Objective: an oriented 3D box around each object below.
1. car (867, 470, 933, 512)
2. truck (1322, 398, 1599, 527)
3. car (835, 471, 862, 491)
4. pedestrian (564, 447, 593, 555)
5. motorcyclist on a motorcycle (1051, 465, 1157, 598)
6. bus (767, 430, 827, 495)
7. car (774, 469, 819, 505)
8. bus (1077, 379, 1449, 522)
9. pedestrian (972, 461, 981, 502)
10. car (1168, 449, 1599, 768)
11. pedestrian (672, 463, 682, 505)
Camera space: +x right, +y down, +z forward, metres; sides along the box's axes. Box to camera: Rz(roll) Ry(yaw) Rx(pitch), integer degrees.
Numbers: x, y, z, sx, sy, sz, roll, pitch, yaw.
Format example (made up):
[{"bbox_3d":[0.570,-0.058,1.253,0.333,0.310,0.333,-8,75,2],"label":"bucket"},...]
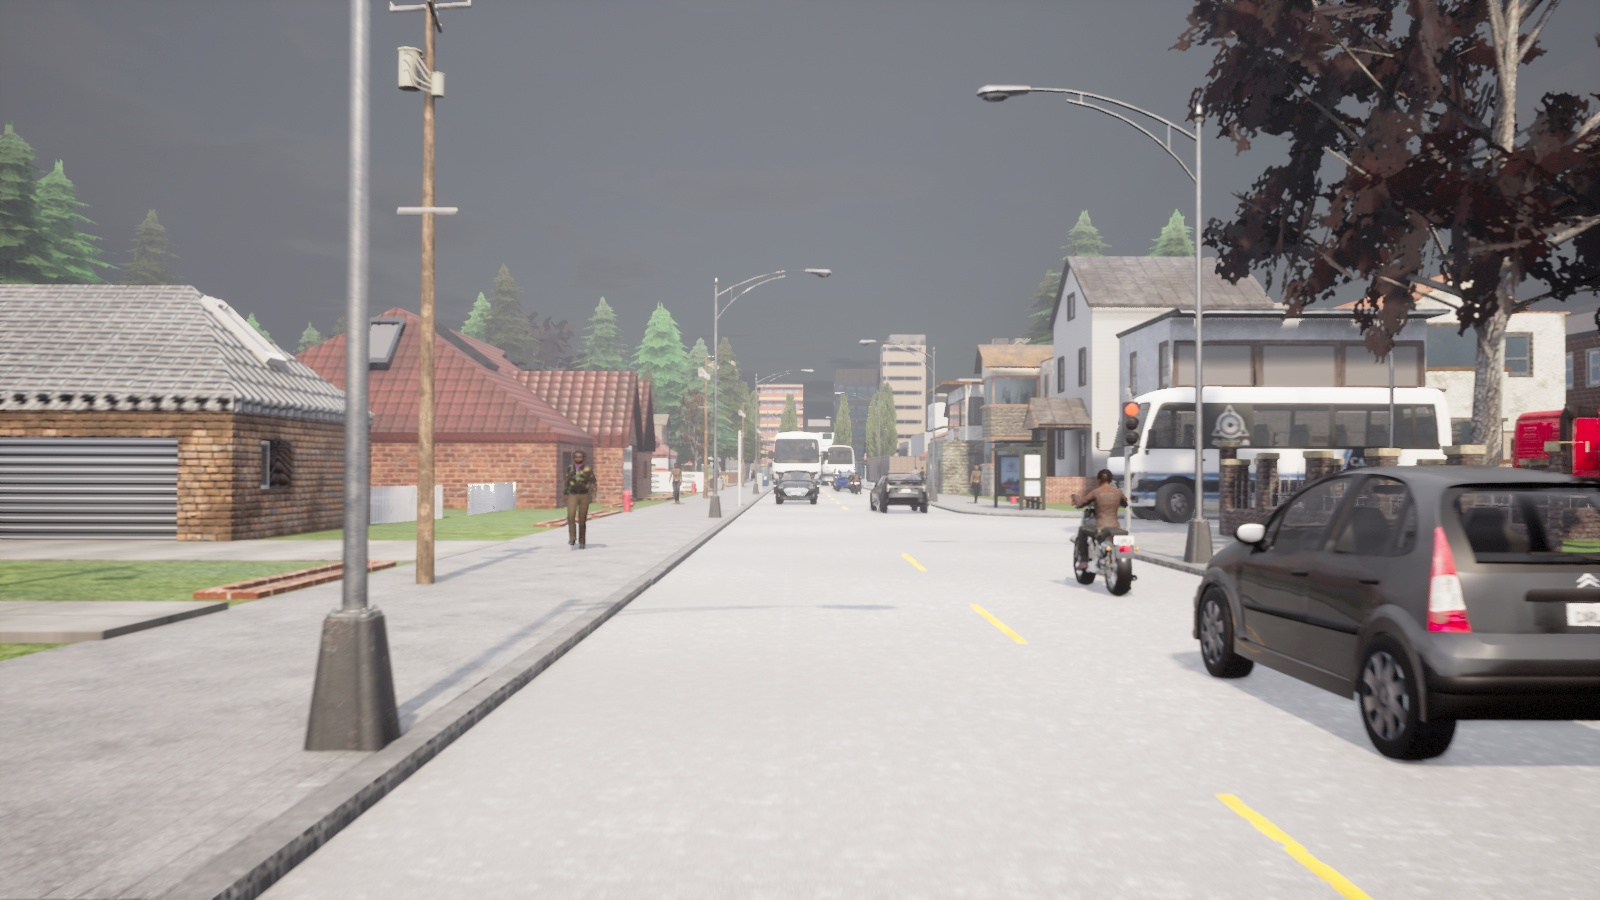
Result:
[{"bbox_3d":[3.836,1.563,48.799,2.007,1.525,4.514,0,-1,-3],"label":"car"},{"bbox_3d":[19.342,0.351,35.569,7.936,3.462,2.891,0,-1,-4],"label":"truck"},{"bbox_3d":[3.761,2.411,97.576,1.882,1.535,5.008,0,-1,0],"label":"car"},{"bbox_3d":[-4.033,0.923,22.886,0.395,1.930,0.692,0,-1,-1],"label":"pedestrian"},{"bbox_3d":[4.004,1.030,16.758,0.766,1.649,2.350,0,-1,-2],"label":"motorcyclist on a motorcycle"},{"bbox_3d":[-0.222,0.906,87.613,3.944,4.253,10.273,0,-1,0],"label":"bus"},{"bbox_3d":[-0.138,1.758,60.509,2.033,1.649,4.856,0,-1,1],"label":"car"},{"bbox_3d":[14.351,0.046,39.708,10.273,4.253,3.944,0,-1,-1],"label":"bus"},{"bbox_3d":[8.004,1.447,57.038,0.331,1.846,0.634,0,-1,1],"label":"pedestrian"},{"bbox_3d":[4.020,0.838,8.408,1.851,1.617,3.988,0,-1,-1],"label":"car"},{"bbox_3d":[-5.245,1.443,53.637,0.328,1.805,0.869,0,-1,-1],"label":"pedestrian"}]
